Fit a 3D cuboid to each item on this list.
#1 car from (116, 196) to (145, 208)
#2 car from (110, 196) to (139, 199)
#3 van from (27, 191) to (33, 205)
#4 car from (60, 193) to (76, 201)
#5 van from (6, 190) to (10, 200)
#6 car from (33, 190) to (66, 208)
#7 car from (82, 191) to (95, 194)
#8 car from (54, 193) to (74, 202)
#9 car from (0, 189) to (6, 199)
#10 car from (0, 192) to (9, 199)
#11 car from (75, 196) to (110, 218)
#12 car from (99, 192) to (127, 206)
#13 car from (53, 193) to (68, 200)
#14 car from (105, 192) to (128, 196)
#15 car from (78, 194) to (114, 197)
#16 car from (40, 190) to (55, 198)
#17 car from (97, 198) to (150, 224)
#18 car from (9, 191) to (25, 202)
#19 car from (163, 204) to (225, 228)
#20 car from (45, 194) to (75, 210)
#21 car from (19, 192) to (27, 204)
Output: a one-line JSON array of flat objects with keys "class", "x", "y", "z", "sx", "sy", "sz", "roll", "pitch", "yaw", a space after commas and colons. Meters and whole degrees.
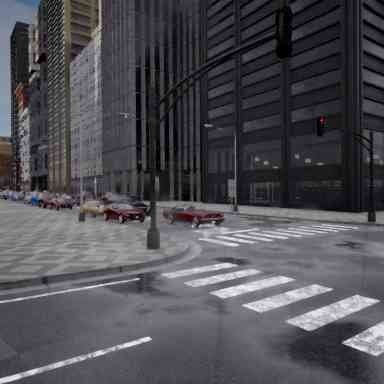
[{"class": "car", "x": -7.979, "y": 1.200, "z": 42.682, "sx": 1.947, "sy": 1.339, "sz": 4.313, "roll": 0, "pitch": 1, "yaw": -36}, {"class": "car", "x": -5.248, "y": 1.370, "z": 29.079, "sx": 1.994, "sy": 1.385, "sz": 4.181, "roll": -1, "pitch": 1, "yaw": -36}, {"class": "van", "x": -21.484, "y": 0.970, "z": 46.789, "sx": 1.690, "sy": 1.788, "sz": 3.998, "roll": 0, "pitch": 1, "yaw": -36}, {"class": "car", "x": -24.481, "y": 0.949, "z": 65.454, "sx": 1.802, "sy": 1.307, "sz": 4.206, "roll": 0, "pitch": 1, "yaw": -36}, {"class": "van", "x": -34.685, "y": 0.748, "z": 65.007, "sx": 1.690, "sy": 1.788, "sz": 3.998, "roll": 0, "pitch": 1, "yaw": -36}, {"class": "car", "x": -18.184, "y": 0.996, "z": 42.234, "sx": 2.192, "sy": 1.841, "sz": 5.009, "roll": 0, "pitch": 1, "yaw": -36}, {"class": "car", "x": -17.879, "y": 0.794, "z": 56.343, "sx": 2.192, "sy": 1.841, "sz": 5.009, "roll": 0, "pitch": 1, "yaw": -36}, {"class": "car", "x": -22.537, "y": 0.957, "z": 58.371, "sx": 2.128, "sy": 1.511, "sz": 4.902, "roll": -1, "pitch": 1, "yaw": -36}, {"class": "car", "x": -37.986, "y": 0.665, "z": 69.561, "sx": 2.192, "sy": 1.841, "sz": 5.009, "roll": 0, "pitch": 1, "yaw": -36}, {"class": "car", "x": -44.588, "y": 0.778, "z": 78.671, "sx": 1.887, "sy": 1.381, "sz": 4.507, "roll": 0, "pitch": 1, "yaw": -36}, {"class": "car", "x": -8.183, "y": 1.353, "z": 28.434, "sx": 1.752, "sy": 1.417, "sz": 4.829, "roll": 0, "pitch": 1, "yaw": -36}, {"class": "car", "x": -11.279, "y": 0.899, "z": 47.234, "sx": 2.192, "sy": 1.841, "sz": 5.009, "roll": 0, "pitch": 1, "yaw": -36}, {"class": "car", "x": -27.781, "y": 0.855, "z": 70.007, "sx": 1.887, "sy": 1.381, "sz": 4.507, "roll": 0, "pitch": 1, "yaw": -36}, {"class": "car", "x": -8.889, "y": 1.033, "z": 39.545, "sx": 2.097, "sy": 1.767, "sz": 4.553, "roll": -1, "pitch": 1, "yaw": -36}, {"class": "car", "x": -10.740, "y": 1.275, "z": 36.663, "sx": 2.033, "sy": 1.411, "sz": 5.357, "roll": -1, "pitch": 1, "yaw": -36}, {"class": "car", "x": -34.380, "y": 0.510, "z": 79.114, "sx": 2.192, "sy": 1.841, "sz": 5.009, "roll": 0, "pitch": 1, "yaw": -36}, {"class": "car", "x": -4.982, "y": 1.416, "z": 24.017, "sx": 1.887, "sy": 1.381, "sz": 4.507, "roll": 0, "pitch": 1, "yaw": -36}, {"class": "car", "x": -31.386, "y": 0.904, "z": 60.453, "sx": 1.967, "sy": 1.590, "sz": 4.097, "roll": 0, "pitch": 1, "yaw": -36}, {"class": "car", "x": 0.029, "y": 1.479, "z": 21.752, "sx": 1.895, "sy": 1.301, "sz": 4.718, "roll": -1, "pitch": 1, "yaw": -35}, {"class": "car", "x": -14.884, "y": 1.276, "z": 37.681, "sx": 1.887, "sy": 1.381, "sz": 4.507, "roll": 0, "pitch": 1, "yaw": -36}, {"class": "car", "x": -24.786, "y": 1.126, "z": 51.345, "sx": 2.008, "sy": 1.369, "sz": 4.403, "roll": 0, "pitch": 1, "yaw": -36}]
